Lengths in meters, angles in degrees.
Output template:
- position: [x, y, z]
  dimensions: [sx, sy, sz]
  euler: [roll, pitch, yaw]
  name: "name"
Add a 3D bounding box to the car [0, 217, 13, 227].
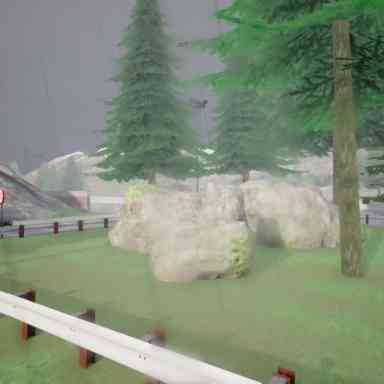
- position: [-10.996, 1.359, 15.357]
  dimensions: [5.357, 1.411, 2.033]
  euler: [0, 0, 14]
  name: "car"
